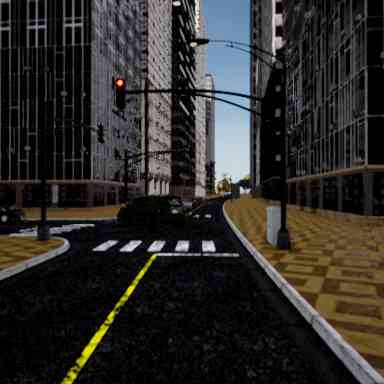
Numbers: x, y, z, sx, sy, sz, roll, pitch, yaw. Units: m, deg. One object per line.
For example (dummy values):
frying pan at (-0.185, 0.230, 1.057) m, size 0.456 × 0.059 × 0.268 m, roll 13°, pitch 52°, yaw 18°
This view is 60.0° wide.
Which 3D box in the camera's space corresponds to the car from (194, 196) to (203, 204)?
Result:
car at (0.926, 1.429, 60.965) m, size 2.128 × 1.511 × 4.902 m, roll 0°, pitch 0°, yaw 7°

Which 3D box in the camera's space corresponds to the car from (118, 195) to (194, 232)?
car at (-2.577, 1.254, 20.595) m, size 2.150 × 2.045 × 5.566 m, roll 1°, pitch -2°, yaw -37°

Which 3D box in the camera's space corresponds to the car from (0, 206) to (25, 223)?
car at (-16.457, 1.855, 28.302) m, size 4.403 × 1.369 × 2.008 m, roll -1°, pitch 1°, yaw 10°

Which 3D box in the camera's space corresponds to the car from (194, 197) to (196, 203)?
car at (-0.974, 1.569, 43.813) m, size 1.895 × 1.301 × 4.718 m, roll 0°, pitch 0°, yaw 5°
